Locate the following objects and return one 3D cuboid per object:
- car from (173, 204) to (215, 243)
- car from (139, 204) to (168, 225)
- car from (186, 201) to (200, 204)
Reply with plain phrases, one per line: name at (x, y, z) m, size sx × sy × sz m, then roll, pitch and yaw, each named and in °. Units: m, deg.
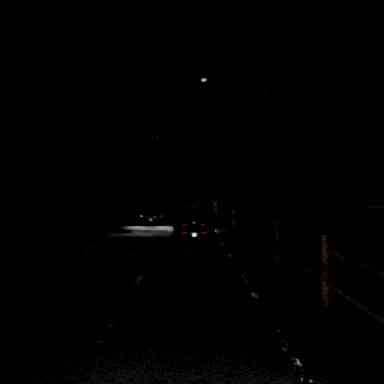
car at (0.101, 1.584, 16.595) m, size 1.837 × 1.490 × 4.892 m, roll 0°, pitch 0°, yaw 0°
car at (-2.832, 1.647, 25.096) m, size 1.812 × 1.442 × 4.674 m, roll 0°, pitch 0°, yaw 0°
car at (0.103, 1.641, 33.452) m, size 1.882 × 1.535 × 5.008 m, roll 0°, pitch 0°, yaw 0°
